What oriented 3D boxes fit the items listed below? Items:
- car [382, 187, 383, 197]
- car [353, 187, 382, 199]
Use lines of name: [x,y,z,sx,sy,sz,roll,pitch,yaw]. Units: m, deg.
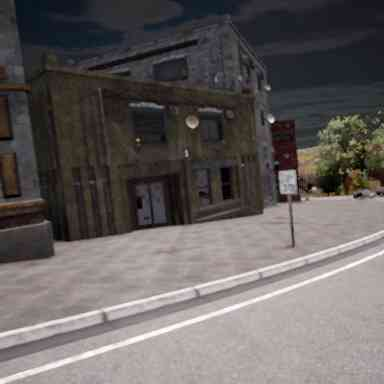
car: [30.175,-0.017,53.045,2.128,1.511,4.902,-6,-1,-2]
car: [26.658,0.311,51.458,2.128,1.511,4.902,-6,-1,3]
